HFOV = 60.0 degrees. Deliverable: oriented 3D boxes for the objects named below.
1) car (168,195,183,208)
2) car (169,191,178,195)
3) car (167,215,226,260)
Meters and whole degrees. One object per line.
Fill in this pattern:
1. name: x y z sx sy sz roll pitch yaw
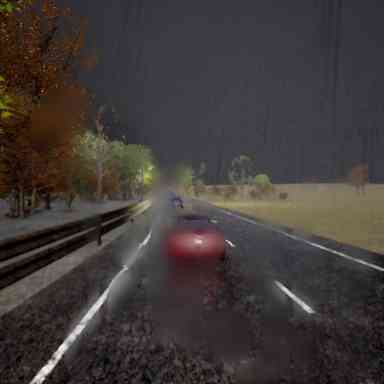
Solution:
1. car: -2.278 1.489 47.124 1.812 1.442 4.674 0 0 -4
2. car: -4.337 1.265 77.762 2.097 1.767 4.553 0 0 -4
3. car: 0.050 1.559 12.486 1.994 1.385 4.181 0 0 -4
